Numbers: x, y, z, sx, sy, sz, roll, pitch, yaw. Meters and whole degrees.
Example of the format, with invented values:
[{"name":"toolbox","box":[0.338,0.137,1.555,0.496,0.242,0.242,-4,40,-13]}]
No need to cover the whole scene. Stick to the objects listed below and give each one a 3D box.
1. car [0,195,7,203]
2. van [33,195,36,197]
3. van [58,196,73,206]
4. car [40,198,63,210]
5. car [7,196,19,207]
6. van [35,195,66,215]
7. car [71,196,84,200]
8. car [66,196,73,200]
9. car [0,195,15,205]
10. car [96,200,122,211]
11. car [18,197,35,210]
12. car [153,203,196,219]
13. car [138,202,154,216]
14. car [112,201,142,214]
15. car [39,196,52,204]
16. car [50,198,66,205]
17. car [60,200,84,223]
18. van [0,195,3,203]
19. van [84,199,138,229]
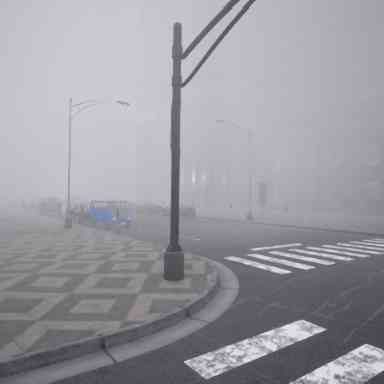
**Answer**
[{"name":"car","box":[-43.509,1.565,75.395,2.192,1.841,5.009,1,-1,-35]},{"name":"van","box":[-36.536,1.742,80.309,1.690,1.788,3.998,1,-1,-35]},{"name":"van","box":[-23.773,1.656,62.266,1.690,1.788,3.998,1,-1,-35]},{"name":"car","box":[-19.701,1.659,46.513,1.837,1.490,4.892,1,-1,-35]},{"name":"car","box":[-27.567,1.693,52.835,2.008,1.369,4.403,1,-1,-35]},{"name":"van","box":[-14.810,1.398,34.790,1.690,1.788,3.998,1,-1,-35]},{"name":"car","box":[-17.393,1.816,53.242,1.887,1.381,4.507,1,-1,-35]},{"name":"car","box":[-20.582,1.608,57.755,2.192,1.841,5.009,1,-1,-35]},{"name":"car","box":[-37.036,1.732,66.231,1.752,1.417,4.829,1,-1,-35]},{"name":"car","box":[-11.109,1.755,44.359,1.752,1.417,4.829,1,-1,-35]},{"name":"car","box":[-21.190,1.681,43.811,1.802,1.307,4.206,1,-1,-35]},{"name":"car","box":[-1.439,1.710,30.687,1.887,1.381,4.507,1,-1,-35]},{"name":"car","box":[-4.630,1.731,35.198,1.887,1.381,4.507,1,-1,-35]},{"name":"car","box":[-7.820,1.752,39.709,1.887,1.381,4.507,1,-1,-35]},{"name":"car","box":[-33.347,1.819,75.798,1.967,1.590,4.097,1,-1,-35]},{"name":"car","box":[-26.966,1.887,66.774,2.008,1.369,4.403,1,-1,-35]},{"name":"car","box":[-8.434,1.559,25.764,1.887,1.381,4.507,1,-1,-35]},{"name":"van","box":[-46.699,1.614,79.907,1.690,1.788,3.998,1,-1,-35]},{"name":"van","box":[-5.243,1.336,21.255,1.690,1.788,3.998,1,-1,-35]}]
